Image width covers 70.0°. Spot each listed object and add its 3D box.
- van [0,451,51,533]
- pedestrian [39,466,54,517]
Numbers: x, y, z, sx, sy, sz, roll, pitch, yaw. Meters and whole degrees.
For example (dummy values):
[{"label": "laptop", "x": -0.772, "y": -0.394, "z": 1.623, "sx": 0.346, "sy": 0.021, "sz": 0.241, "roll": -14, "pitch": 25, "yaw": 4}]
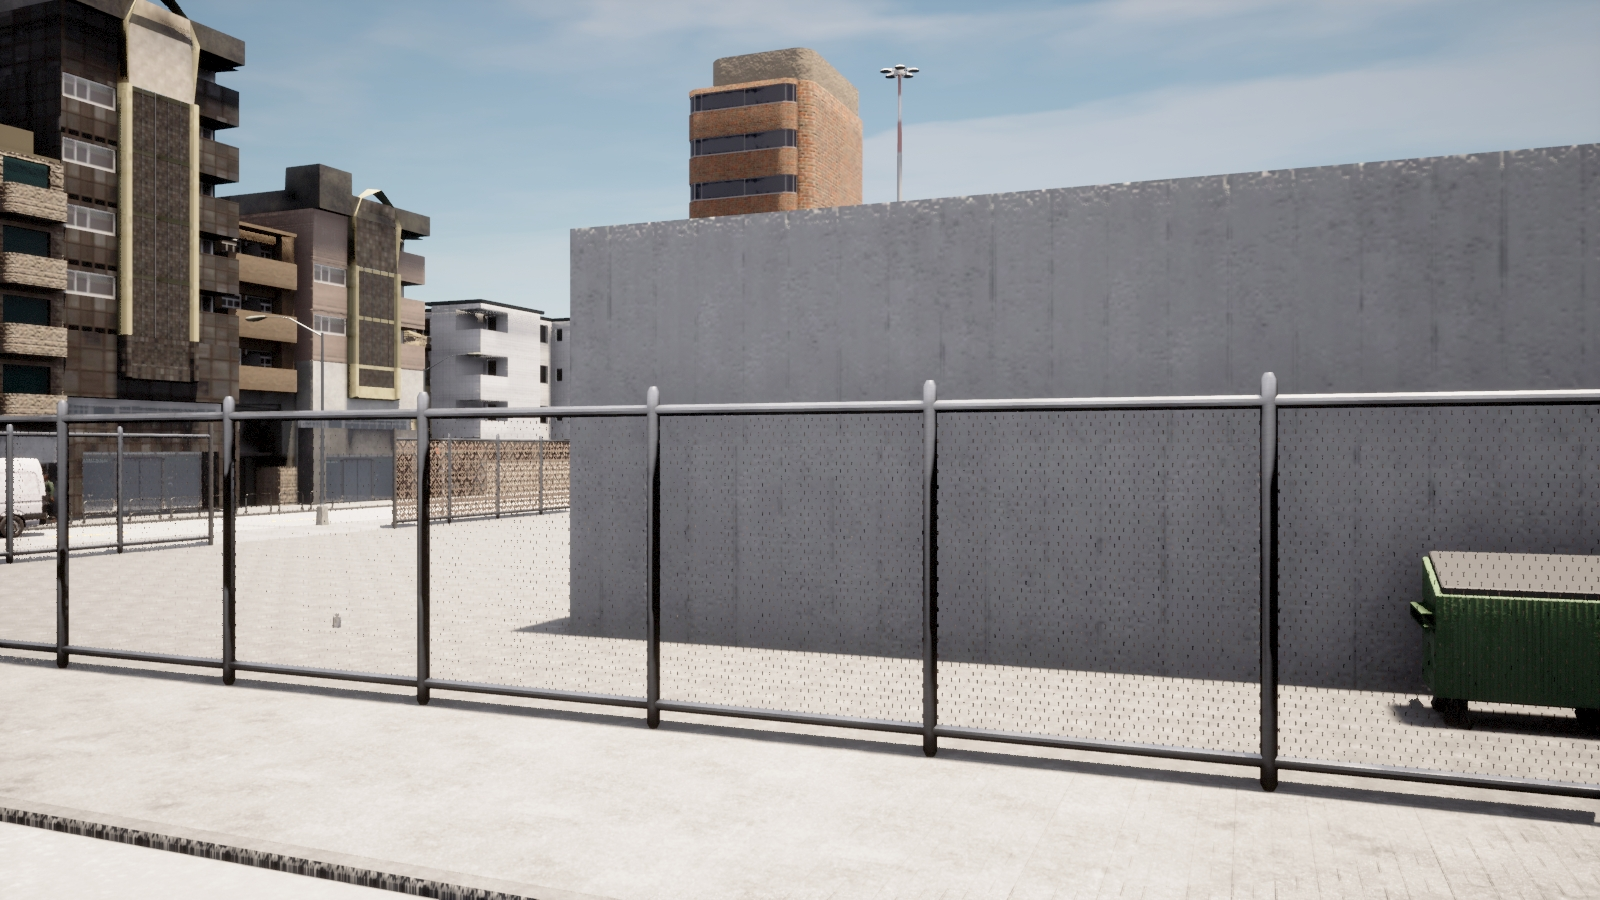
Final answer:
[{"label": "van", "x": -26.517, "y": 1.314, "z": 35.024, "sx": 1.988, "sy": 2.561, "sz": 5.915, "roll": 0, "pitch": 0, "yaw": 21}, {"label": "pedestrian", "x": -27.585, "y": 1.523, "z": 41.832, "sx": 0.375, "sy": 1.860, "sz": 0.375, "roll": 0, "pitch": 0, "yaw": 38}]
